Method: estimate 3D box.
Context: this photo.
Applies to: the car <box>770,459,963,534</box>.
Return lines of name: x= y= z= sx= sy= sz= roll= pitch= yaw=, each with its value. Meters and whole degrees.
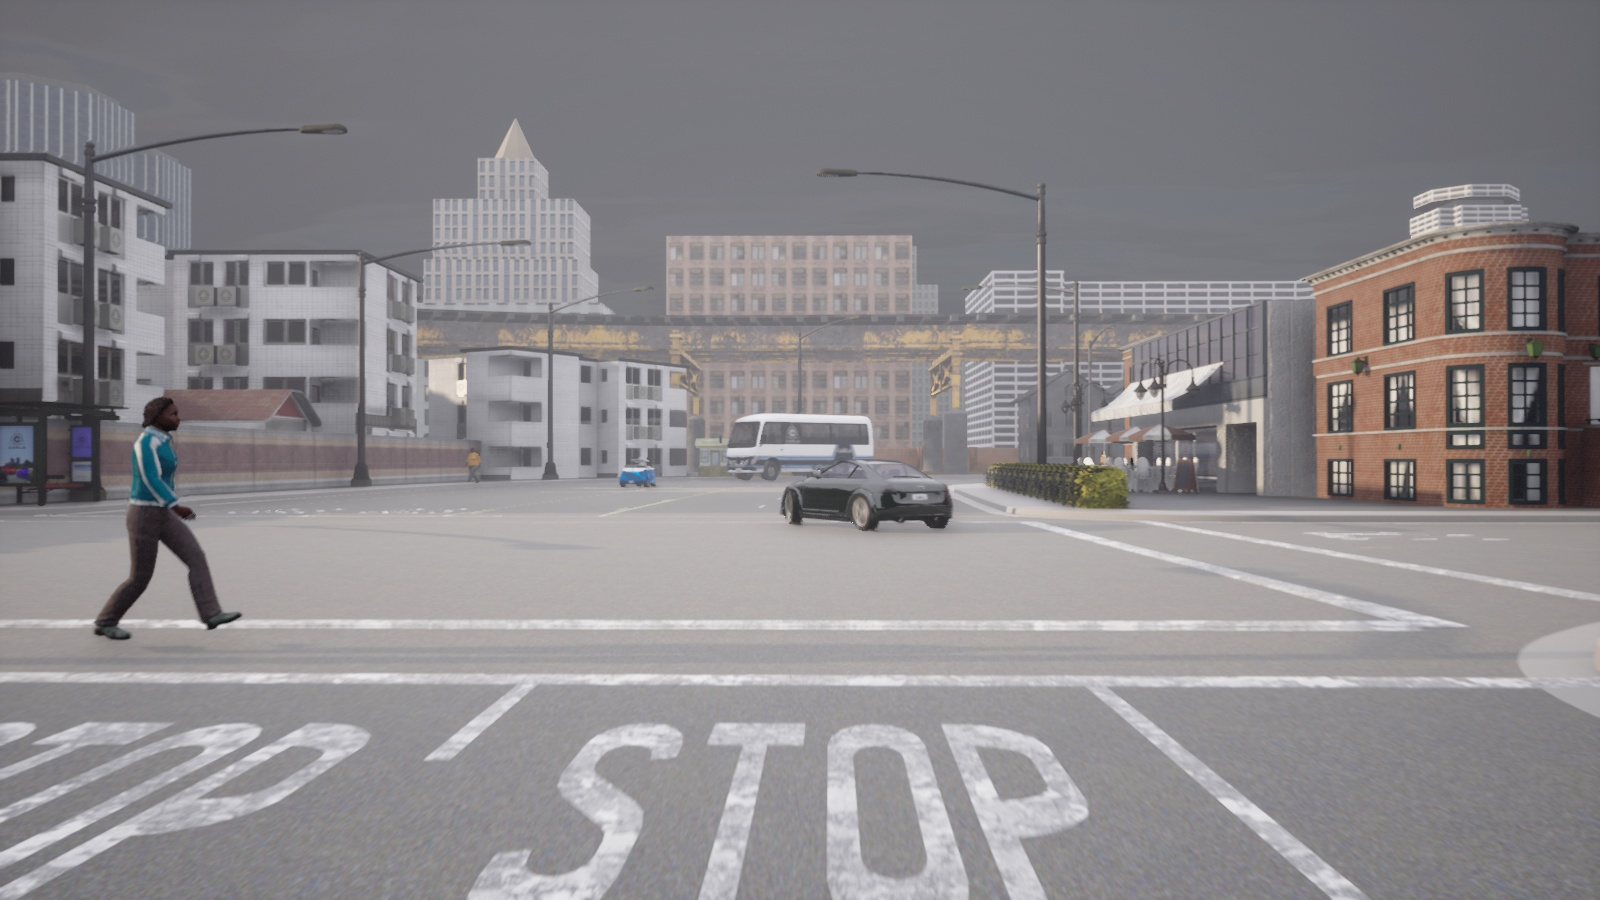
car: x=1.245 y=0.872 z=25.476 sx=1.994 sy=1.385 sz=4.181 roll=0 pitch=0 yaw=-29

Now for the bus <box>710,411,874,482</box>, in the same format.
bus: x=-0.400 y=-0.177 z=80.614 sx=10.273 sy=4.253 sz=3.944 roll=0 pitch=-1 yaw=-38

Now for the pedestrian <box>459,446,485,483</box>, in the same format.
pedestrian: x=-16.381 y=0.709 z=62.719 sx=0.874 sy=1.855 sz=0.900 roll=0 pitch=0 yaw=22

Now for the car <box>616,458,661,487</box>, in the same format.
car: x=-7.804 y=1.102 z=60.747 sx=1.481 sy=1.376 sz=2.207 roll=0 pitch=-1 yaw=13

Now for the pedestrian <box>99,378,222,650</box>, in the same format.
pedestrian: x=-4.642 y=0.456 z=9.137 sx=0.692 sy=1.930 sz=0.396 roll=0 pitch=0 yaw=-3
